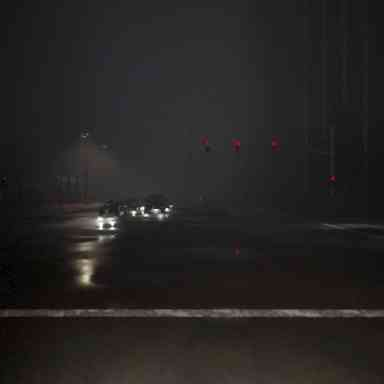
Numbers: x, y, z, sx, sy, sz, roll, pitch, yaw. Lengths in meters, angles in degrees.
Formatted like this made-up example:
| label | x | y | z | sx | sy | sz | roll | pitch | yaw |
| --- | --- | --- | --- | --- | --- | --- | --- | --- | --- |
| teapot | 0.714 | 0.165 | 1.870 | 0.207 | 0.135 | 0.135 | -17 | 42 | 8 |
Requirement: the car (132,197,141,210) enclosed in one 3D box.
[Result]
| label | x | y | z | sx | sy | sz | roll | pitch | yaw |
| --- | --- | --- | --- | --- | --- | --- | --- | --- | --- |
| car | -7.730 | 1.474 | 42.075 | 1.882 | 1.535 | 5.008 | 0 | 0 | -1 |

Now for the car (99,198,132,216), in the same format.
| label | x | y | z | sx | sy | sz | roll | pitch | yaw |
| --- | --- | --- | --- | --- | --- | --- | --- | --- | --- |
| car | -7.708 | 1.488 | 32.772 | 2.128 | 1.511 | 4.902 | 0 | 0 | 2 |

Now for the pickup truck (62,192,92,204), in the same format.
| label | x | y | z | sx | sy | sz | roll | pitch | yaw |
| --- | --- | --- | --- | --- | --- | --- | --- | --- | --- |
| pickup truck | -20.934 | 1.053 | 59.919 | 2.390 | 2.098 | 6.274 | 0 | 0 | 30 |

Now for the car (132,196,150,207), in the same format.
| label | x | y | z | sx | sy | sz | roll | pitch | yaw |
| --- | --- | --- | --- | --- | --- | --- | --- | --- | --- |
| car | -7.822 | 1.487 | 51.623 | 2.128 | 1.511 | 4.902 | 0 | 0 | -1 |

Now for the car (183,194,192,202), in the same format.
| label | x | y | z | sx | sy | sz | roll | pitch | yaw |
| --- | --- | --- | --- | --- | --- | --- | --- | --- | --- |
| car | -0.966 | 1.348 | 75.332 | 2.097 | 1.767 | 4.553 | 0 | 0 | -1 |

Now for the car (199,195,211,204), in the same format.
| label | x | y | z | sx | sy | sz | roll | pitch | yaw |
| --- | --- | --- | --- | --- | --- | --- | --- | --- | --- |
| car | 2.740 | 1.485 | 64.704 | 2.128 | 1.511 | 4.902 | 0 | 0 | -1 |

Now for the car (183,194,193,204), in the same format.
| label | x | y | z | sx | sy | sz | roll | pitch | yaw |
| --- | --- | --- | --- | --- | --- | --- | --- | --- | --- |
| car | -0.764 | 1.595 | 65.185 | 1.895 | 1.301 | 4.718 | 0 | 0 | 0 |

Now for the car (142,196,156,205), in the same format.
| label | x | y | z | sx | sy | sz | roll | pitch | yaw |
| --- | --- | --- | --- | --- | --- | --- | --- | --- | --- |
| car | -7.887 | 1.472 | 61.575 | 1.882 | 1.535 | 5.008 | 0 | 0 | 0 |

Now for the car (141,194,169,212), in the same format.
| label | x | y | z | sx | sy | sz | roll | pitch | yaw |
| --- | --- | --- | --- | --- | --- | --- | --- | --- | --- |
| car | -4.191 | 1.218 | 38.406 | 2.150 | 2.045 | 5.566 | 0 | 0 | -1 |

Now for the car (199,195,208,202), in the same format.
| label | x | y | z | sx | sy | sz | roll | pitch | yaw |
| --- | --- | --- | --- | --- | --- | --- | --- | --- | --- |
| car | 2.535 | 1.517 | 75.088 | 1.812 | 1.442 | 4.674 | 0 | 0 | -1 |

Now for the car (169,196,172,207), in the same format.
| label | x | y | z | sx | sy | sz | roll | pitch | yaw |
| --- | --- | --- | --- | --- | --- | --- | --- | --- | --- |
| car | -4.287 | 1.596 | 48.354 | 1.895 | 1.301 | 4.718 | 0 | 0 | -1 |
